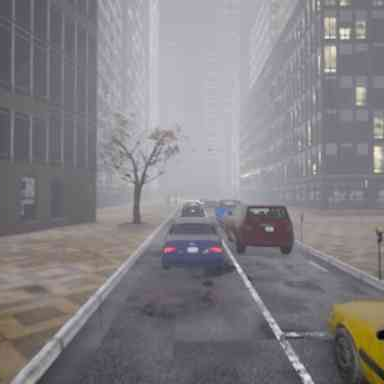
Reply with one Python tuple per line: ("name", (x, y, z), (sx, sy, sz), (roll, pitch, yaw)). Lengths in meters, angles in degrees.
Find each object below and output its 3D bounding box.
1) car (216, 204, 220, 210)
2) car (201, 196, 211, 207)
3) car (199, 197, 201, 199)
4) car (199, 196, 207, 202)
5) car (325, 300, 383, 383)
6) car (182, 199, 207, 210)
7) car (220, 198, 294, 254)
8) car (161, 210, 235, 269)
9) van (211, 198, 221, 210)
("car", (2.582, 1.586, 19.024), (1.802, 1.307, 4.206), (1, 0, 0))
("car", (2.587, 1.571, 46.861), (1.887, 1.381, 4.507), (1, 0, 0))
("car", (2.590, 1.641, 69.130), (1.802, 1.307, 4.206), (1, 0, 0))
("car", (2.591, 1.662, 80.264), (1.802, 1.307, 4.206), (1, 0, 0))
("car", (2.580, 1.526, 2.492), (1.752, 1.417, 4.829), (1, 0, 0))
("car", (0.075, 1.574, 30.495), (1.994, 1.385, 4.181), (0, 0, 0))
("car", (2.586, 1.317, 13.457), (2.192, 1.841, 5.009), (1, 0, 0))
("car", (0.040, 1.549, 11.124), (2.033, 1.411, 5.357), (0, 0, 0))
("van", (2.587, 1.348, 24.592), (1.690, 1.788, 3.998), (1, 0, 0))
